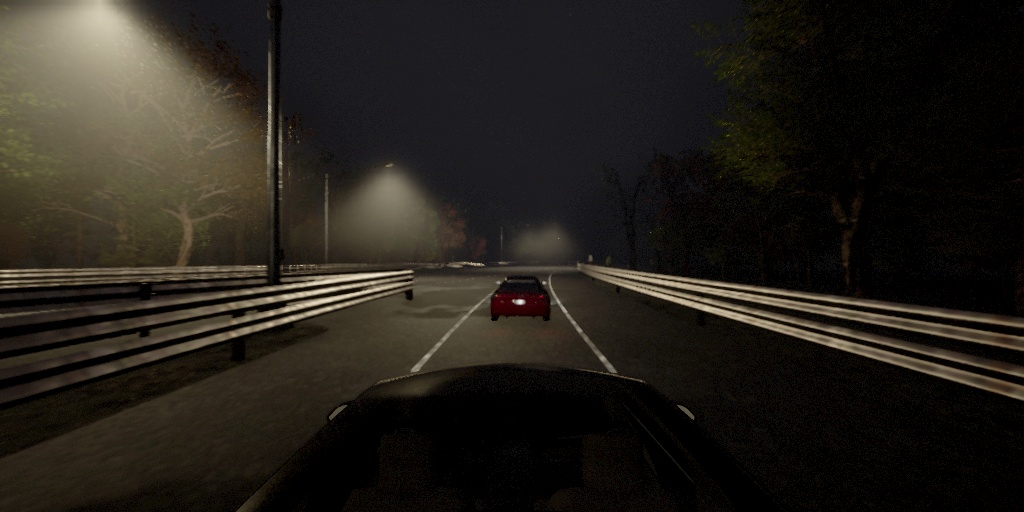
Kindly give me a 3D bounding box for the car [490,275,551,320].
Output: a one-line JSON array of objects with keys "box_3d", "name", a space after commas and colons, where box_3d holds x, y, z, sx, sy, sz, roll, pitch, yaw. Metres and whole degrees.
[{"box_3d": [0.336, 1.381, 12.931, 1.994, 1.385, 4.181, 0, 0, 3], "name": "car"}]
